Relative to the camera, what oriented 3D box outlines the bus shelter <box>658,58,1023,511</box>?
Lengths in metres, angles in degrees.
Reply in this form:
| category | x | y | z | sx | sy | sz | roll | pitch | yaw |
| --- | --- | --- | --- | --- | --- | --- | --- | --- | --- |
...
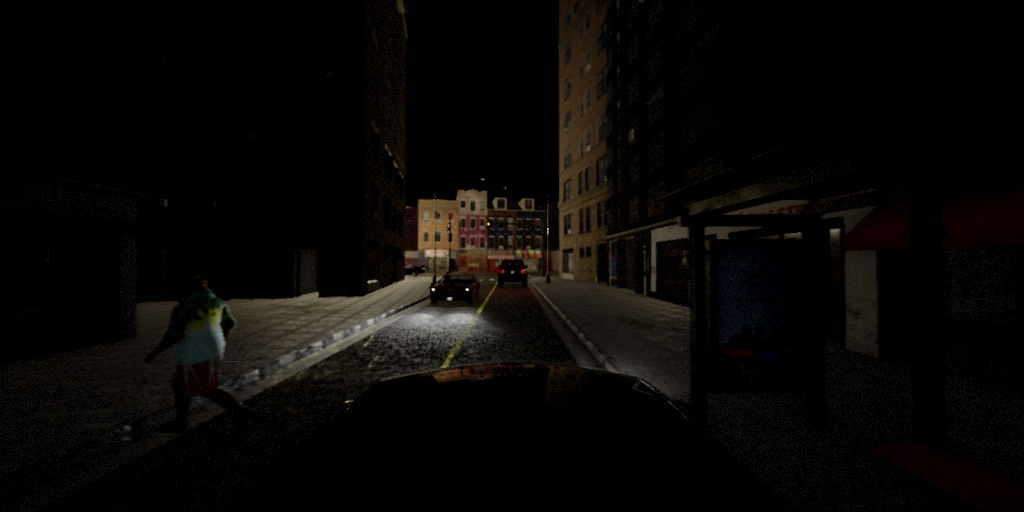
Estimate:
| category | x | y | z | sx | sy | sz | roll | pitch | yaw |
| --- | --- | --- | --- | --- | --- | --- | --- | --- | --- |
| bus shelter | 2.885 | 0.636 | 2.689 | 1.920 | 2.740 | 3.880 | 0 | 0 | 0 |

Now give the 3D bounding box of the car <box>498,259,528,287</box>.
| category | x | y | z | sx | sy | sz | roll | pitch | yaw |
| --- | --- | --- | --- | --- | --- | --- | --- | --- | --- |
| car | 0.072 | 1.256 | 27.507 | 2.150 | 2.045 | 5.566 | 0 | -1 | 1 |

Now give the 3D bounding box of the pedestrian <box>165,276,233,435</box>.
| category | x | y | z | sx | sy | sz | roll | pitch | yaw |
| --- | --- | --- | --- | --- | --- | --- | --- | --- | --- |
| pedestrian | -3.586 | 1.070 | 4.127 | 0.375 | 1.860 | 0.375 | 0 | -1 | -10 |

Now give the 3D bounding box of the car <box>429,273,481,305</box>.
| category | x | y | z | sx | sy | sz | roll | pitch | yaw |
| --- | --- | --- | --- | --- | --- | --- | --- | --- | --- |
| car | -2.607 | 1.523 | 17.300 | 1.895 | 1.301 | 4.718 | 0 | -1 | 0 |

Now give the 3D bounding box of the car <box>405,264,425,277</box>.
| category | x | y | z | sx | sy | sz | roll | pitch | yaw |
| --- | --- | --- | --- | --- | --- | --- | --- | --- | --- |
| car | -12.884 | 1.725 | 42.613 | 4.902 | 1.511 | 2.128 | 0 | -1 | -8 |
